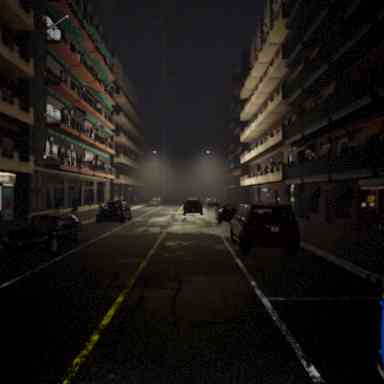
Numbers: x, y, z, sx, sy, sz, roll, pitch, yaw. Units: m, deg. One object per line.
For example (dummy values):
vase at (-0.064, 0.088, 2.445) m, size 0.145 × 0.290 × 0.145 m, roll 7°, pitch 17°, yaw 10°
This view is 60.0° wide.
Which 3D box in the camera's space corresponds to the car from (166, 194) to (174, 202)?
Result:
car at (-5.683, 1.526, 75.676) m, size 1.802 × 1.307 × 4.206 m, roll 0°, pitch 0°, yaw 0°

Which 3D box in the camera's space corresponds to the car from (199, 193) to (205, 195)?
car at (2.697, 1.389, 64.312) m, size 1.967 × 1.590 × 4.097 m, roll 0°, pitch 0°, yaw 0°

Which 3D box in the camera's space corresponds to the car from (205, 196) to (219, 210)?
car at (2.696, 1.513, 41.583) m, size 2.008 × 1.369 × 4.403 m, roll 0°, pitch 0°, yaw 0°

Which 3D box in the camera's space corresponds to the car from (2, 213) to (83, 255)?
car at (-5.687, 1.537, 13.170) m, size 2.008 × 1.369 × 4.403 m, roll 0°, pitch 0°, yaw 0°

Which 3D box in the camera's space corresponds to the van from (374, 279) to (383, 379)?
van at (2.693, 1.339, 1.806) m, size 1.690 × 1.788 × 3.998 m, roll 0°, pitch 0°, yaw 0°

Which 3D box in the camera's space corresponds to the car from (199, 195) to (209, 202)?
car at (2.698, 1.384, 75.677) m, size 1.967 × 1.590 × 4.097 m, roll 0°, pitch 0°, yaw 0°

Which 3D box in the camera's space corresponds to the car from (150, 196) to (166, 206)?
car at (-5.684, 1.506, 52.946) m, size 2.008 × 1.369 × 4.403 m, roll 0°, pitch 0°, yaw 0°

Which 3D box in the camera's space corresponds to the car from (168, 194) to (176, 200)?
car at (-5.681, 1.380, 92.723) m, size 1.967 × 1.590 × 4.097 m, roll 0°, pitch 0°, yaw 0°

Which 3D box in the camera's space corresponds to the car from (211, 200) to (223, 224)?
car at (2.694, 1.541, 24.535) m, size 1.947 × 1.339 × 4.313 m, roll 0°, pitch 0°, yaw 0°

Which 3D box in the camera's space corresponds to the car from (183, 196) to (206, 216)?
car at (0.102, 1.446, 32.510) m, size 1.882 × 1.535 × 5.008 m, roll 0°, pitch 0°, yaw 0°

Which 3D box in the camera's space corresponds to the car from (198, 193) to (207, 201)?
car at (2.699, 1.256, 87.042) m, size 2.192 × 1.841 × 5.009 m, roll 0°, pitch 0°, yaw 0°

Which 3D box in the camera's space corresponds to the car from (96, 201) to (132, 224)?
car at (-5.686, 1.415, 24.534) m, size 1.967 × 1.590 × 4.097 m, roll 0°, pitch 0°, yaw 0°

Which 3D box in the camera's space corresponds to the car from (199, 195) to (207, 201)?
car at (2.698, 1.467, 81.530) m, size 1.752 × 1.417 × 4.829 m, roll 0°, pitch 0°, yaw 0°

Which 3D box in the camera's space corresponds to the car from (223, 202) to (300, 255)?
car at (2.694, 1.301, 13.171) m, size 2.192 × 1.841 × 5.009 m, roll 0°, pitch 0°, yaw 0°
